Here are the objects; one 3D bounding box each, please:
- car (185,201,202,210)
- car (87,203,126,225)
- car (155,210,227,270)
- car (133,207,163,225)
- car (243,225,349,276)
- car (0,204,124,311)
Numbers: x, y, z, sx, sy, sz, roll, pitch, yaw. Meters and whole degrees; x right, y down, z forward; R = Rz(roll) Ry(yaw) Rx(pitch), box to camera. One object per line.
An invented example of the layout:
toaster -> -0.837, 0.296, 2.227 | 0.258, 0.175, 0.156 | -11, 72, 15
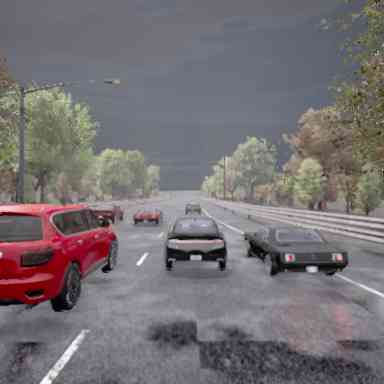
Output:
car -> 0.136, 1.879, 40.876 | 2.128, 1.511, 4.902 | 0, -1, 0
car -> -6.877, 1.733, 27.320 | 1.882, 1.535, 5.008 | 0, -1, 0
car -> 0.109, 1.597, 11.476 | 2.128, 1.511, 4.902 | 0, -1, 0
car -> -3.378, 1.848, 26.515 | 1.895, 1.301, 4.718 | 0, -1, 0
car -> 2.947, 1.699, 10.635 | 1.895, 1.301, 4.718 | 0, -1, -3
car -> -3.394, 1.296, 8.063 | 2.150, 2.045, 5.566 | 0, -1, 0
